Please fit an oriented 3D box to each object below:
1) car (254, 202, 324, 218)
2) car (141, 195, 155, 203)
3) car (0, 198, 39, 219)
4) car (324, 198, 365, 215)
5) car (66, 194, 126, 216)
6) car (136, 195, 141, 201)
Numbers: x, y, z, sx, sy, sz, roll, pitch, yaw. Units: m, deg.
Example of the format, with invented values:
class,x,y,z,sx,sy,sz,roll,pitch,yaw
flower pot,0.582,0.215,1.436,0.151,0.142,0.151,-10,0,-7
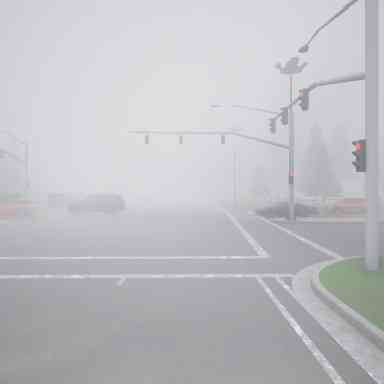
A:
class,x,y,z,sx,sy,sz,roll,pitch,yaw
car,8.267,1.547,29.135,5.357,1.411,2.033,0,0,-1
car,-8.949,1.541,70.717,2.033,1.411,5.357,0,0,0
car,-15.811,1.352,28.777,4.553,1.767,2.097,0,0,-1
car,15.204,1.352,32.739,4.553,1.767,2.097,0,0,-1
car,-9.234,1.221,32.376,5.566,2.045,2.150,0,0,-1
car,-12.452,1.524,80.711,1.812,1.442,4.674,0,0,0
